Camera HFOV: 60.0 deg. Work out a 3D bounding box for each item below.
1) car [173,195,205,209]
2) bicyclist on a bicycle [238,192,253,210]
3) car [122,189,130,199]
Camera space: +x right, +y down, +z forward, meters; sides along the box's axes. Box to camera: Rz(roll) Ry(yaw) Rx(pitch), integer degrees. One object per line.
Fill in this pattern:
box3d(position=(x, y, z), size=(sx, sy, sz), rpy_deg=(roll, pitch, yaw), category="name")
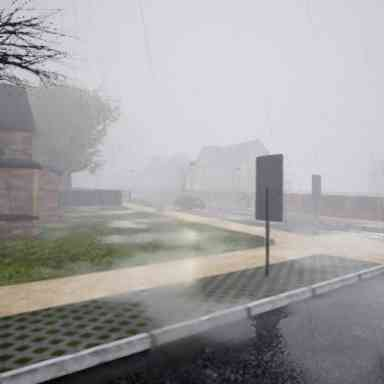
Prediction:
box3d(position=(-0.356, 0.950, 33.523), size=(1.994, 1.385, 4.181), rpy_deg=(1, 1, -27), category="car")
box3d(position=(4.822, 0.847, 29.873), size=(1.656, 1.620, 0.582), rpy_deg=(0, 1, -27), category="bicyclist on a bicycle")
box3d(position=(-11.491, 0.347, 55.053), size=(1.837, 1.490, 4.892), rpy_deg=(1, 1, -27), category="car")
